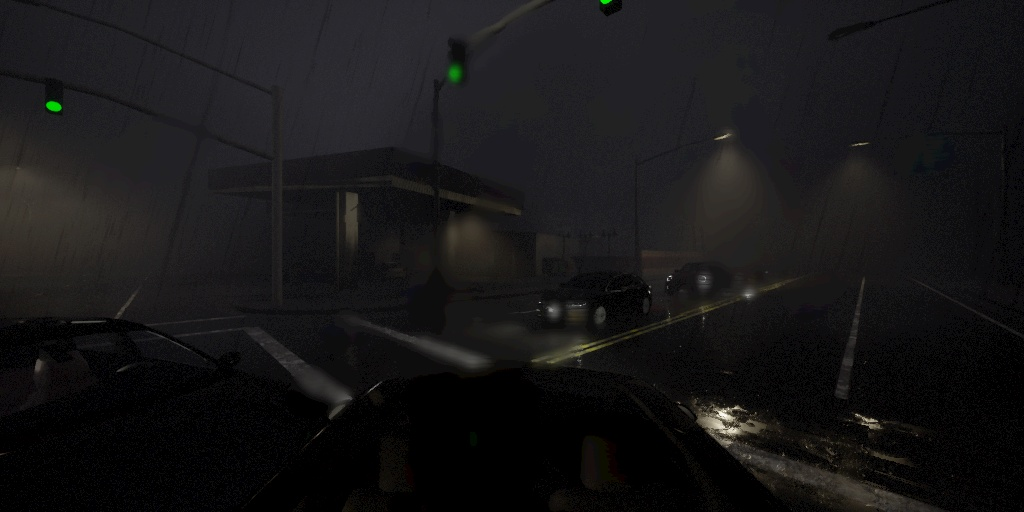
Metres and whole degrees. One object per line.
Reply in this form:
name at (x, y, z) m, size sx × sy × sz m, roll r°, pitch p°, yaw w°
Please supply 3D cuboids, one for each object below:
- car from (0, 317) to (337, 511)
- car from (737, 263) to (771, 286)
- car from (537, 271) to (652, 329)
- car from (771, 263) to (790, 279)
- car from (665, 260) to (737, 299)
car at (-3.433, 1.242, 2.467) m, size 4.902 × 1.511 × 2.128 m, roll 0°, pitch 0°, yaw 15°
car at (16.523, 1.314, 25.339) m, size 1.994 × 1.385 × 4.181 m, roll 0°, pitch 0°, yaw 44°
car at (2.825, 1.255, 11.516) m, size 1.837 × 1.490 × 4.892 m, roll 0°, pitch 0°, yaw 44°
car at (23.622, 1.313, 32.427) m, size 4.181 × 1.385 × 1.994 m, roll 0°, pitch 0°, yaw -45°
car at (9.630, 1.102, 18.395) m, size 2.097 × 1.767 × 4.553 m, roll 0°, pitch 0°, yaw 45°
